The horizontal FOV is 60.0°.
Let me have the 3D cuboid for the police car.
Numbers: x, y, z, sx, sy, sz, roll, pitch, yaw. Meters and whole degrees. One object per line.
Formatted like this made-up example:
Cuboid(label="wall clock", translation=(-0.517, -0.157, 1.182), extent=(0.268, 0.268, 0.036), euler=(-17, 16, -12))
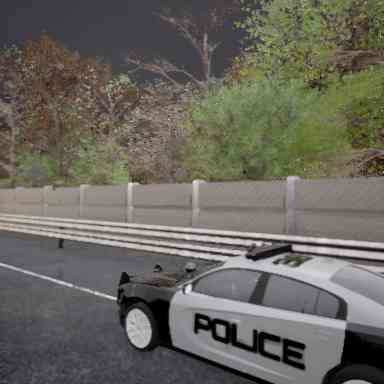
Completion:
Cuboid(label="police car", translation=(0.948, 1.547, 4.696), extent=(5.238, 1.638, 1.930), euler=(-1, -2, 39))
